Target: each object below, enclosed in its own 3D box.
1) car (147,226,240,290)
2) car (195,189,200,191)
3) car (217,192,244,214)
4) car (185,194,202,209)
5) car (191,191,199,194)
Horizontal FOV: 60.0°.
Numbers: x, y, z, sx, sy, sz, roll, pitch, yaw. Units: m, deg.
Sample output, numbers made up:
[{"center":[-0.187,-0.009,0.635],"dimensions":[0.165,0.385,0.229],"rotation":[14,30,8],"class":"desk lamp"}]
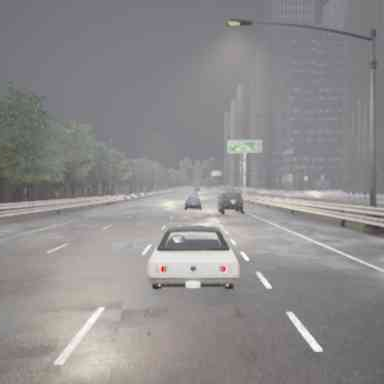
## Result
[{"center":[0.033,1.547,8.873],"dimensions":[1.895,1.301,4.718],"rotation":[0,0,0],"class":"car"},{"center":[0.778,0.639,92.427],"dimensions":[1.882,1.535,5.008],"rotation":[0,1,1],"class":"car"},{"center":[3.709,1.008,32.521],"dimensions":[2.150,2.045,5.566],"rotation":[0,1,0],"class":"car"},{"center":[0.153,1.296,40.505],"dimensions":[1.994,1.385,4.181],"rotation":[0,0,0],"class":"car"},{"center":[0.306,1.101,58.532],"dimensions":[1.812,1.442,4.674],"rotation":[0,1,1],"class":"car"}]
